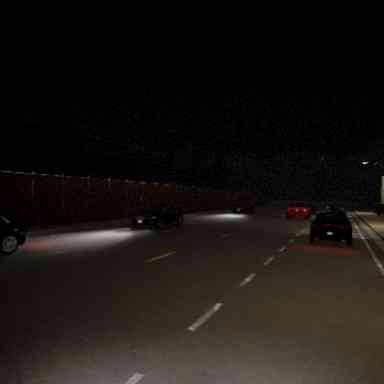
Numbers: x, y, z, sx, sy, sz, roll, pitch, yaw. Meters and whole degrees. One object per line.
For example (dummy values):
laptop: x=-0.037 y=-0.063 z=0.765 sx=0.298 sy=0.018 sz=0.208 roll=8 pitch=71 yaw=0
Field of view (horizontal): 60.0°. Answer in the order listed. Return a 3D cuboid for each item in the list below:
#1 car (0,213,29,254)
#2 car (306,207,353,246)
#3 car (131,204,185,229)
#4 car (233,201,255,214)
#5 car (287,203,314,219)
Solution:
car: x=-7.523 y=1.324 z=10.346 sx=1.837 sy=1.490 sz=4.892 roll=2 pitch=0 yaw=24
car: x=7.402 y=1.808 z=17.649 sx=1.882 sy=1.535 sz=5.008 roll=2 pitch=0 yaw=24
car: x=-2.169 y=1.549 z=22.431 sx=2.128 sy=1.511 sz=4.902 roll=2 pitch=0 yaw=24
car: x=6.566 y=1.946 z=41.949 sx=2.128 sy=1.511 sz=4.902 roll=2 pitch=-1 yaw=24
car: x=11.593 y=1.924 z=35.859 sx=2.097 sy=1.767 sz=4.553 roll=2 pitch=0 yaw=24
